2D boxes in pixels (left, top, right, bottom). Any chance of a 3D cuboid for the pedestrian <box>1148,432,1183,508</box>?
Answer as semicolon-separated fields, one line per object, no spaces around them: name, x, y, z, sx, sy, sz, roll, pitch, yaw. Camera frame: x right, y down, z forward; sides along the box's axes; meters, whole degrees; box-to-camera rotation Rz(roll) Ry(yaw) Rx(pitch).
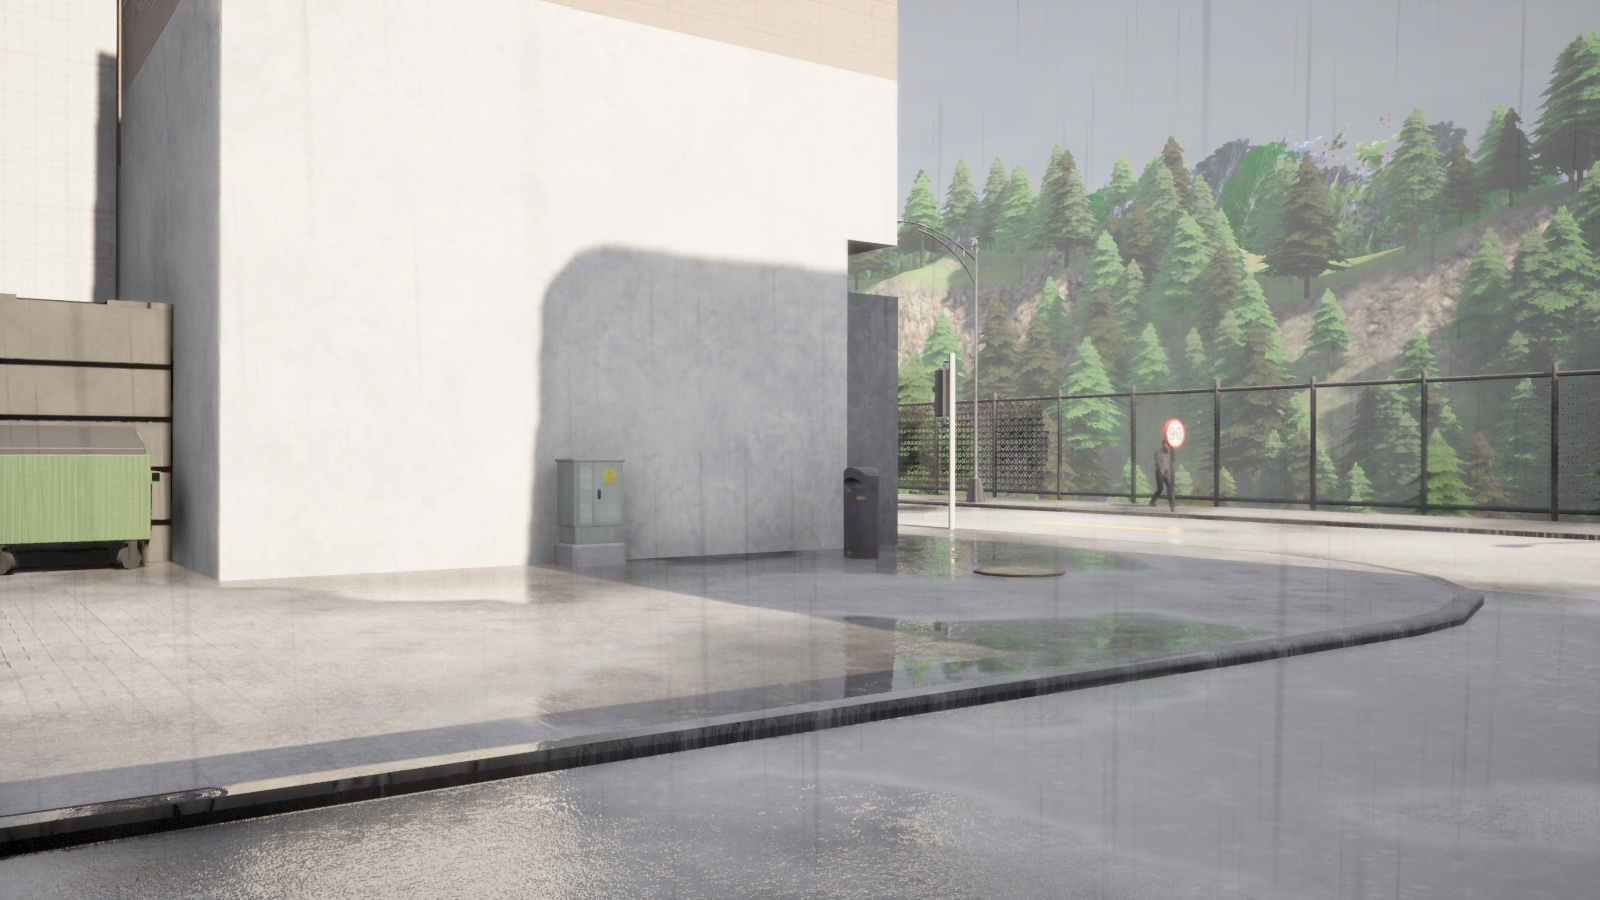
pedestrian;9.451;0.514;32.486;0.423;1.949;0.788;0;0;-29
